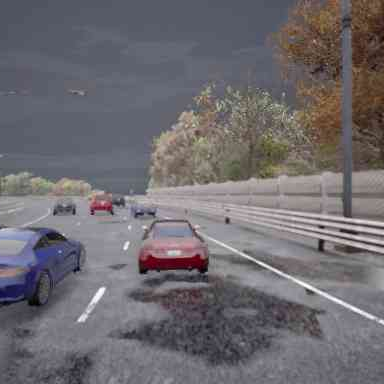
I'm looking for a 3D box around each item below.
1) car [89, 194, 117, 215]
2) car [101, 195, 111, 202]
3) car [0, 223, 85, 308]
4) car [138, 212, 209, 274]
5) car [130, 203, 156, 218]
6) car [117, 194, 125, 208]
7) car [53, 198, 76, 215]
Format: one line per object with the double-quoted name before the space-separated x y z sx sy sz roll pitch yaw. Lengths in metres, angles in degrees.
"car" -9.579 1.249 35.051 2.150 2.045 5.566 0 0 -19
"car" -19.772 1.555 76.373 1.837 1.490 4.892 0 0 -11
"car" -3.896 1.538 7.780 1.812 1.442 4.674 0 0 -4
"car" -0.669 1.564 10.717 1.994 1.385 4.181 0 0 -6
"car" -4.533 1.611 30.305 1.895 1.301 4.718 0 0 -16
"car" -11.258 1.252 48.309 2.150 2.045 5.566 0 0 -25
"car" -13.310 1.392 34.985 2.097 1.767 4.553 0 0 -19
